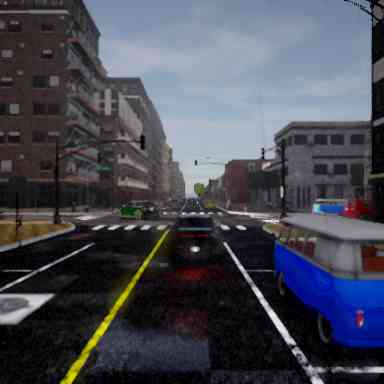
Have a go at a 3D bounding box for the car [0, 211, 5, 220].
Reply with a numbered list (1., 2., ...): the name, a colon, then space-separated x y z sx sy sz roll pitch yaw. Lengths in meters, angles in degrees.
1. car: -17.465 1.718 26.880 4.206 1.307 1.802 0 -1 0

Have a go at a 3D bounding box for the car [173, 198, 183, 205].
1. car: -2.999 2.119 74.544 2.033 1.411 5.357 0 0 0

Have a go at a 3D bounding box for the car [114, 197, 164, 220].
1. car: -5.114 1.558 30.238 4.553 1.767 2.097 0 -1 41

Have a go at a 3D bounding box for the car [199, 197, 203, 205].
1. car: 2.693 2.057 61.932 1.802 1.307 4.206 0 0 0

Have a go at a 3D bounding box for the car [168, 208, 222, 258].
1. car: 0.101 1.598 13.085 1.837 1.490 4.892 0 0 0

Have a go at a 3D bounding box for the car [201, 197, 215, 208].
1. car: 2.694 1.911 51.024 1.752 1.417 4.829 0 0 0

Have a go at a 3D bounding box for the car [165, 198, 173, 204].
1. car: -5.687 2.190 83.917 1.752 1.417 4.829 0 -1 0

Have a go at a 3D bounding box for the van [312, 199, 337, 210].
1. van: 14.901 1.668 35.340 3.998 1.788 1.690 0 -1 0

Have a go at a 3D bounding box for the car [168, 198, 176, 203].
1. car: -5.687 2.312 95.166 1.887 1.381 4.507 0 -1 0

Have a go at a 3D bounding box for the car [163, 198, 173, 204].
1. car: -5.687 2.168 78.548 2.008 1.369 4.403 0 -1 0

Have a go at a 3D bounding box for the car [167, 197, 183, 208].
1. car: -3.047 1.973 58.563 1.812 1.442 4.674 0 0 1

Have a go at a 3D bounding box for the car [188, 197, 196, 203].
1. car: 0.002 2.065 87.663 1.882 1.535 5.008 0 -1 0

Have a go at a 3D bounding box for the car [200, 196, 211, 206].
1. car: 2.695 1.836 67.473 2.192 1.841 5.009 0 0 0

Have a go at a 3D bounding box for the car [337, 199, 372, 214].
1. car: 14.923 1.544 26.961 5.009 1.841 2.192 0 -1 0

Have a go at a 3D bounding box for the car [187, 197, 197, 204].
1. car: 0.001 1.964 77.627 2.097 1.767 4.553 0 -1 0

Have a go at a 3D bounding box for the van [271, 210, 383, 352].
1. van: 2.662 1.385 6.070 1.690 1.788 3.998 0 0 0

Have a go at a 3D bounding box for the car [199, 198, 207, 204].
1. car: 2.694 2.217 84.088 2.008 1.369 4.403 0 -1 0

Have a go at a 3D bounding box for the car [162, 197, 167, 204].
1. car: -5.687 1.953 56.222 1.752 1.417 4.829 0 0 0
